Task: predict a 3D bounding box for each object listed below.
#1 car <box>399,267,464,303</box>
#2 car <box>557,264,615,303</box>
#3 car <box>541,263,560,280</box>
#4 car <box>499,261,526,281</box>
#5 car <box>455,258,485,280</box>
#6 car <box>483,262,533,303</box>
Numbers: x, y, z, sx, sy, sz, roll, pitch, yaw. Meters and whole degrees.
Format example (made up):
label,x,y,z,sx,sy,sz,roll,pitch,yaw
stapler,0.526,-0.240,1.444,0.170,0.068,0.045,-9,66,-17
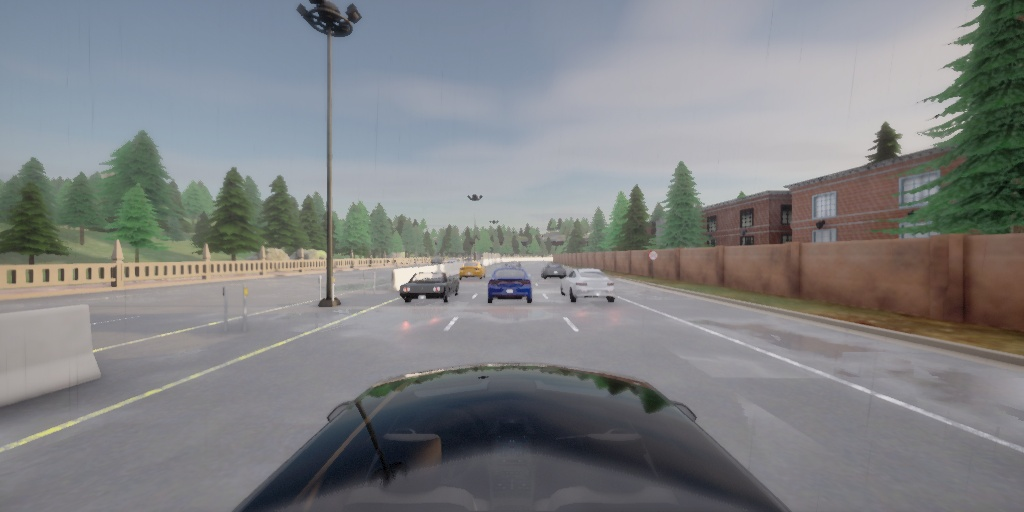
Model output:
label,x,y,z,sx,sy,sz,roll,pitch,yaw
car,-3.599,1.363,16.556,1.895,1.301,4.718,0,0,0
car,3.401,1.280,16.562,1.812,1.442,4.674,0,0,0
car,3.606,1.320,31.213,1.994,1.385,4.181,0,0,1
car,0.107,1.243,31.295,2.128,1.511,4.902,0,0,1
car,-3.392,1.232,31.376,1.882,1.535,5.008,0,0,1
car,-0.099,1.232,16.544,1.882,1.535,5.008,0,0,0
